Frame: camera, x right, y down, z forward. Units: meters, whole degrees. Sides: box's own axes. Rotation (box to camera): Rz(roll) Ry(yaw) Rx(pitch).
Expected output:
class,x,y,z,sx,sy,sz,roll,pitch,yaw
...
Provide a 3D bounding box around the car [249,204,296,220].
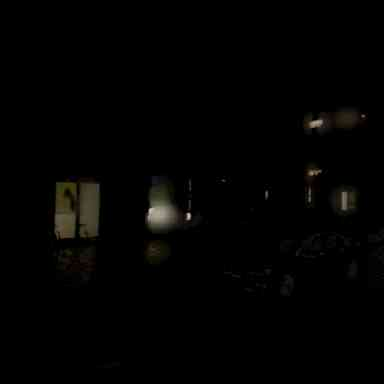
class,x,y,z,sx,sy,sz,roll,pitch,yaw
car,7.718,1.889,32.262,1.994,1.385,4.181,2,-2,-35

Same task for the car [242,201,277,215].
class,x,y,z,sx,sy,sz,roll,pitch,yaw
car,8.408,1.981,41.591,1.967,1.590,4.097,1,-1,-35

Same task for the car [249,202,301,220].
class,x,y,z,sx,sy,sz,roll,pitch,yaw
car,7.122,1.774,28.363,1.887,1.381,4.507,1,-1,-35

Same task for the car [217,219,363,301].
class,x,y,z,sx,sy,sz,roll,pitch,yaw
car,2.619,1.602,8.413,4.403,1.369,2.008,1,1,-35

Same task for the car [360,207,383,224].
class,x,y,z,sx,sy,sz,roll,pitch,yaw
car,15.682,1.788,25.965,1.882,1.535,5.008,2,-2,-30
